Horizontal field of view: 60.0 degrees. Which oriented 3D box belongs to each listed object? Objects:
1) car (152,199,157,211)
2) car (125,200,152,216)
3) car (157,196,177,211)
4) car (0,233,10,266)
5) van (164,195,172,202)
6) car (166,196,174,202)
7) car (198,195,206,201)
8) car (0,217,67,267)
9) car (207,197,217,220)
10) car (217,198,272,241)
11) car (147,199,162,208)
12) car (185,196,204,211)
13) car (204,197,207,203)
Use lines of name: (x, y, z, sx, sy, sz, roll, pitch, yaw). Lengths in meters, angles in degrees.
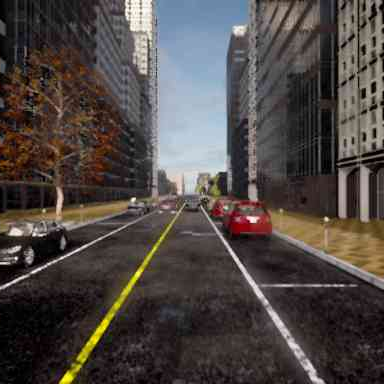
car: (-5.685, 1.679, 39.807, 1.947, 1.339, 4.313, 0, 0, 0)
car: (-5.685, 1.650, 34.115, 2.008, 1.369, 4.403, 0, 0, 0)
car: (-3.088, 1.645, 42.464, 1.812, 1.442, 4.674, 0, 0, 0)
car: (-3.099, 1.357, 1.426, 2.097, 1.767, 4.553, 0, 0, 0)
van: (-5.681, 1.541, 79.654, 1.690, 1.788, 3.998, 0, 0, 0)
car: (-5.682, 1.793, 85.345, 1.802, 1.307, 4.206, 0, 0, 0)
car: (2.700, 1.661, 91.022, 1.967, 1.590, 4.097, 0, 0, 0)
car: (-5.687, 1.586, 11.346, 2.008, 1.369, 4.403, 0, 0, 0)
car: (2.696, 1.399, 28.411, 2.192, 1.841, 5.009, 0, 0, 0)
car: (2.695, 1.367, 17.026, 2.192, 1.841, 5.009, 0, 0, 0)
car: (-5.684, 1.722, 51.190, 1.802, 1.307, 4.206, 0, 0, 0)
car: (0.102, 1.609, 42.134, 2.128, 1.511, 4.902, 0, 0, 0)
car: (2.696, 1.639, 39.964, 1.752, 1.417, 4.829, 0, 0, 0)
